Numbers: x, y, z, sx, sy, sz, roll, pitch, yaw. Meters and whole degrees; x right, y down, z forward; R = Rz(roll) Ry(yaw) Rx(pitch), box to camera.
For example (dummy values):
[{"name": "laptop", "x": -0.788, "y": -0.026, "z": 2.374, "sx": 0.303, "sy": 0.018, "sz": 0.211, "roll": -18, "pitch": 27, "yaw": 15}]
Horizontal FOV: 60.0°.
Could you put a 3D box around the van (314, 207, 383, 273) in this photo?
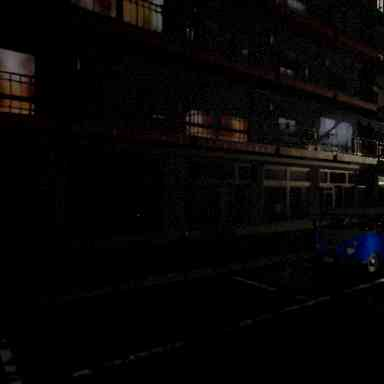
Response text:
[{"name": "van", "x": 5.546, "y": 1.387, "z": 10.517, "sx": 3.998, "sy": 1.788, "sz": 1.690, "roll": 0, "pitch": 0, "yaw": -35}]
